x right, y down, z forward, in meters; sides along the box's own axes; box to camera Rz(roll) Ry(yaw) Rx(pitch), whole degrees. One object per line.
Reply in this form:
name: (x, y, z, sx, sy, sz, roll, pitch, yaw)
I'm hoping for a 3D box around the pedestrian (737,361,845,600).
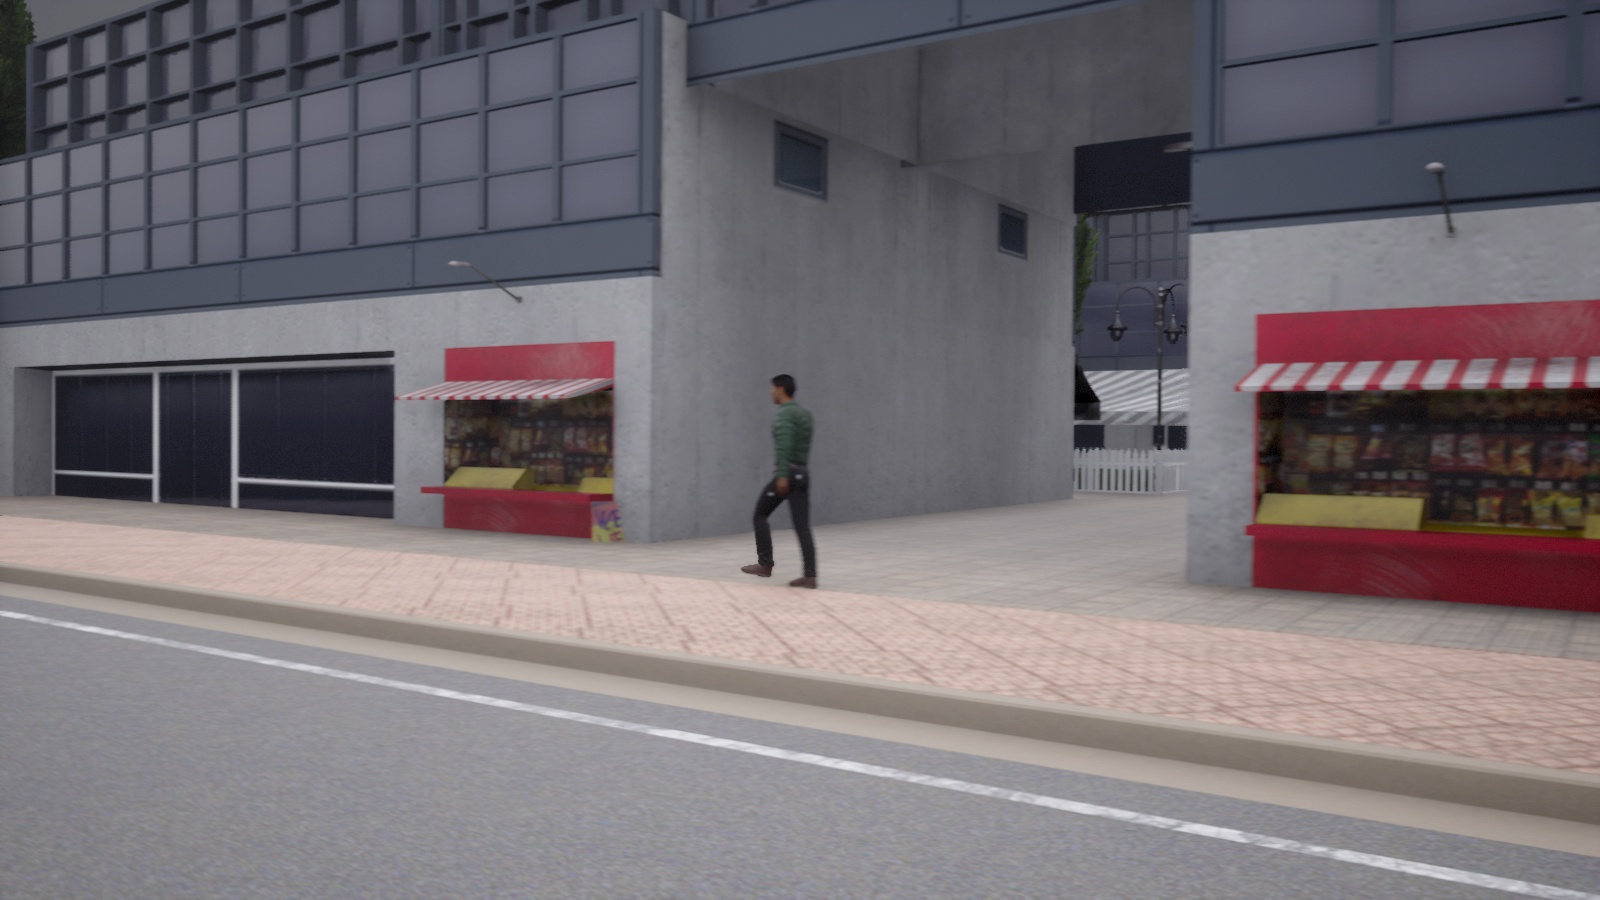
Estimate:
pedestrian: (-0.076, 0.245, 10.628, 0.788, 1.949, 0.423, 0, 1, 31)
